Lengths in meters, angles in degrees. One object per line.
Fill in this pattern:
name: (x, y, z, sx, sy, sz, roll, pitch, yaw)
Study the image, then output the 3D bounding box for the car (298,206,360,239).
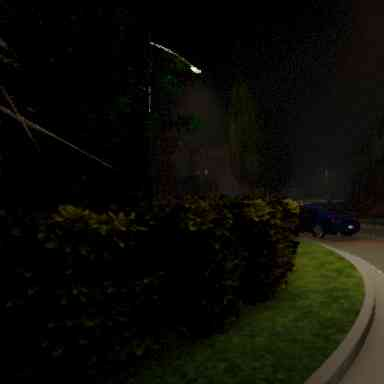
car: (6.344, 1.461, 17.554, 1.882, 1.535, 5.008, 1, -1, -22)
